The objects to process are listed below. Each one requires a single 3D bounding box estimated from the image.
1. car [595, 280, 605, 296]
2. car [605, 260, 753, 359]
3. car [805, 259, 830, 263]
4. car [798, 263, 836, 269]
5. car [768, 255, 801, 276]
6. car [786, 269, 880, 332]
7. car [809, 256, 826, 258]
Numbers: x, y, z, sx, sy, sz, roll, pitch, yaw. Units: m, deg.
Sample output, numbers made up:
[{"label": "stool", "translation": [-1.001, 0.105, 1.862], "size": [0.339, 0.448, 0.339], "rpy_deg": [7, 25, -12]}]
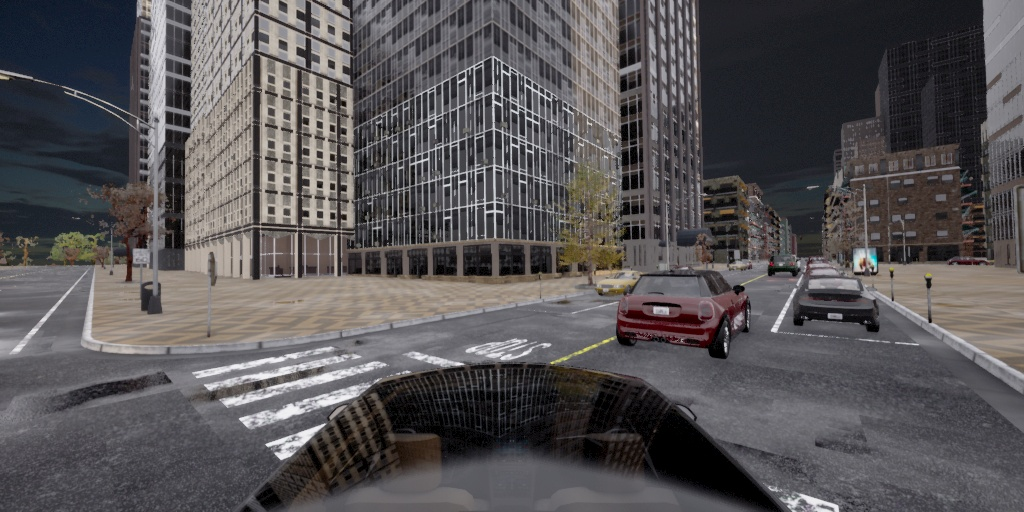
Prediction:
[{"label": "car", "translation": [6.269, 1.396, 19.856], "size": [1.751, 1.417, 4.829], "rpy_deg": [0, 0, 40]}, {"label": "car", "translation": [4.313, 1.097, 8.709], "size": [2.097, 1.767, 4.553], "rpy_deg": [-2, -1, 40]}, {"label": "car", "translation": [23.515, 1.167, 27.380], "size": [1.888, 1.381, 4.507], "rpy_deg": [0, 0, 40]}, {"label": "car", "translation": [16.369, 1.226, 18.861], "size": [1.802, 1.307, 4.207], "rpy_deg": [0, 0, 40]}, {"label": "car", "translation": [26.384, 0.896, 34.913], "size": [2.150, 2.045, 5.566], "rpy_deg": [-2, -1, 40]}, {"label": "car", "translation": [9.223, 1.217, 10.342], "size": [2.007, 1.370, 4.403], "rpy_deg": [0, 0, 40]}, {"label": "car", "translation": [34.233, 0.903, 40.157], "size": [2.192, 1.841, 5.009], "rpy_deg": [0, 0, 40]}]
